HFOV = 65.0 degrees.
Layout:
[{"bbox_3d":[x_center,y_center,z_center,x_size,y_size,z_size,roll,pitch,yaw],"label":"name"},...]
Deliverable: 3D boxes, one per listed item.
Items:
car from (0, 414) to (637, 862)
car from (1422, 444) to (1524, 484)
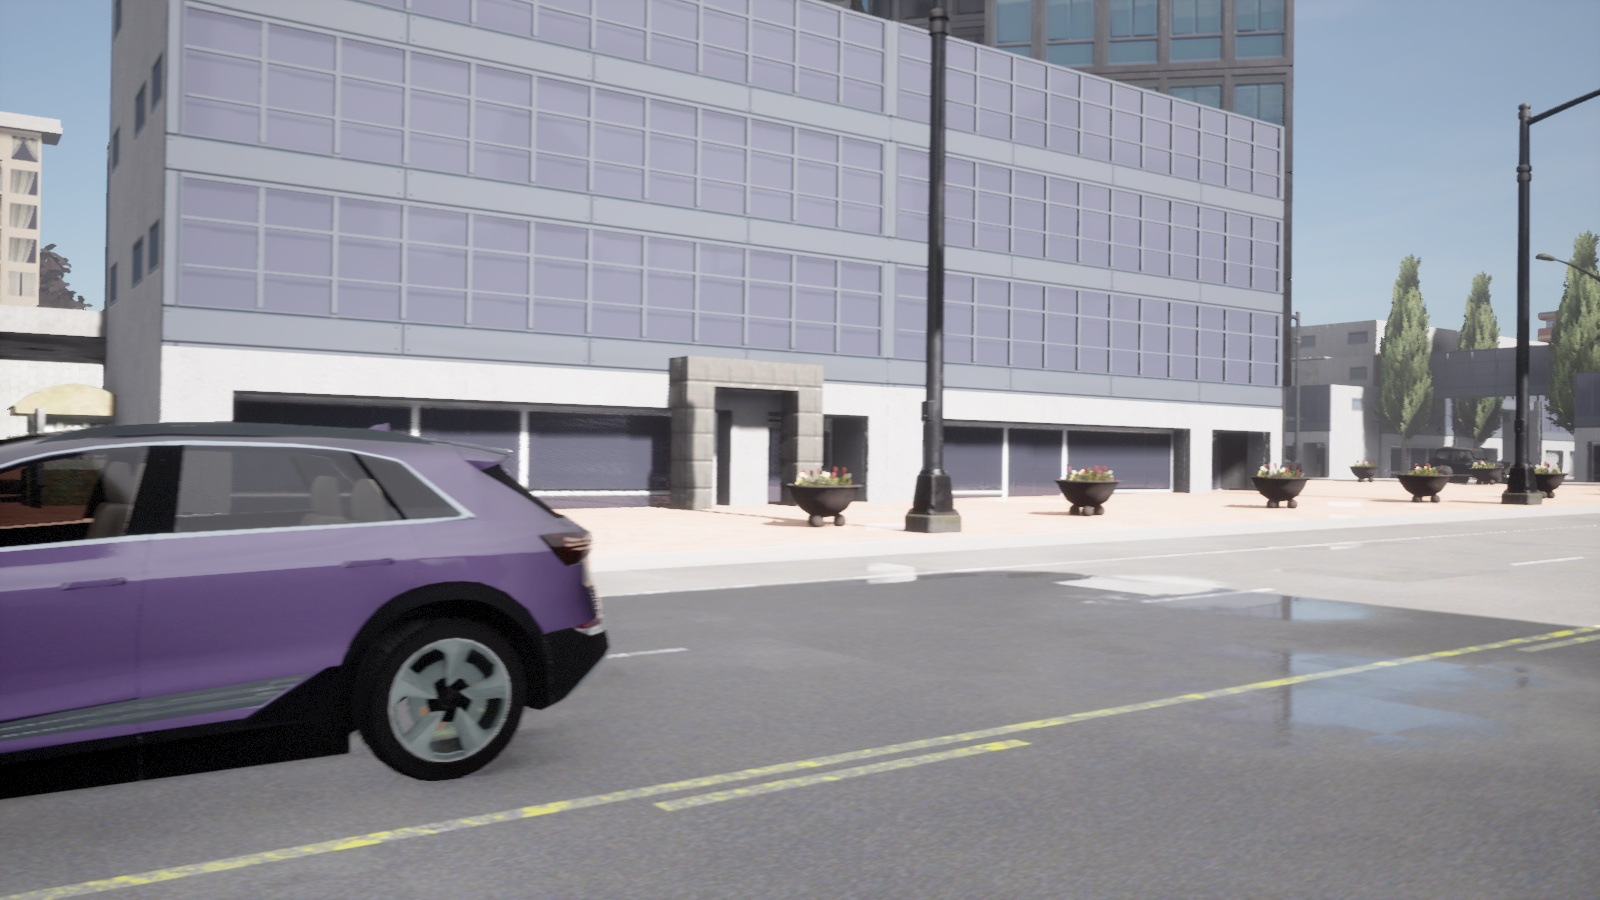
[{"bbox_3d":[-3.370,0.696,5.578,4.856,1.649,2.033,0,0,-35],"label":"car"},{"bbox_3d":[32.296,0.662,60.367,1.905,1.878,3.866,1,-1,-35],"label":"car"}]
